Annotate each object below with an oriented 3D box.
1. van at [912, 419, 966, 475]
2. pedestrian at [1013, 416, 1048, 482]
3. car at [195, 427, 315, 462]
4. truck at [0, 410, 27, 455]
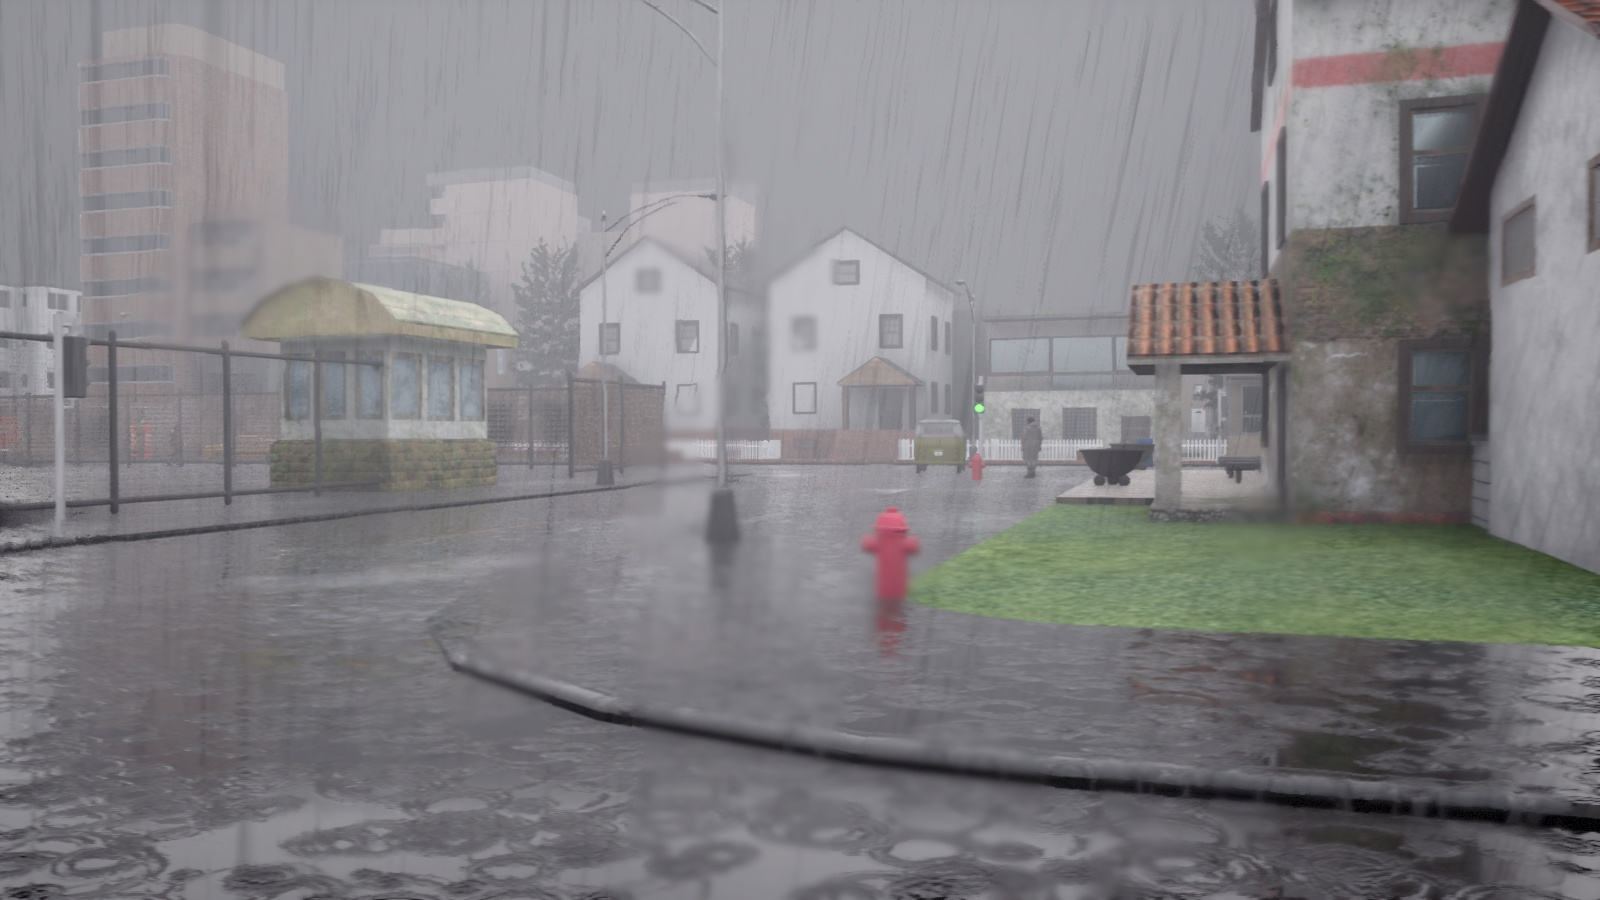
[{"bbox_3d":[5.229,-0.138,46.726,1.775,1.987,4.442,1,1,9],"label":"van"},{"bbox_3d":[6.970,-0.040,37.977,0.659,1.952,0.873,0,1,-24],"label":"pedestrian"},{"bbox_3d":[-25.703,-0.268,59.238,5.366,1.575,1.801,1,1,18],"label":"car"},{"bbox_3d":[-45.366,-0.959,70.633,2.627,2.467,5.204,-3,2,-37],"label":"truck"}]
